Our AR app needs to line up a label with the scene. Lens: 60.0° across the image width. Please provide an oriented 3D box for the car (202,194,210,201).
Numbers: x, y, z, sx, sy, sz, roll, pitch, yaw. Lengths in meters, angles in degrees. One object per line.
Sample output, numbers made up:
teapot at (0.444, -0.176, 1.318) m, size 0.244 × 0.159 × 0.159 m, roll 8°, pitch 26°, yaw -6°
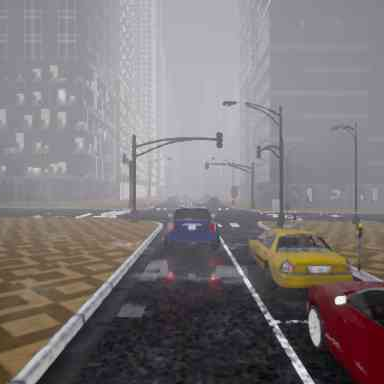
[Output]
car at (3.666, 1.428, 87.561) m, size 1.967 × 1.590 × 4.097 m, roll 0°, pitch 0°, yaw 0°

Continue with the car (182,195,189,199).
car at (-1.619, 1.513, 82.160) m, size 1.812 × 1.442 × 4.674 m, roll 0°, pitch 0°, yaw 0°

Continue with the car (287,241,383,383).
car at (2.565, 1.543, 3.269) m, size 1.887 × 1.381 × 4.507 m, roll 0°, pitch 0°, yaw 0°

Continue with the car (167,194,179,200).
car at (-4.091, 1.589, 65.407) m, size 1.802 × 1.307 × 4.206 m, roll 0°, pitch 0°, yaw 0°

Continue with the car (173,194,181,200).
car at (-4.245, 1.422, 93.045) m, size 1.967 × 1.590 × 4.097 m, roll 0°, pitch 0°, yaw 0°

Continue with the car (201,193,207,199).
car at (3.697, 1.309, 82.033) m, size 2.192 × 1.841 × 5.009 m, roll 0°, pitch 0°, yaw 0°

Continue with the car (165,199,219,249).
car at (0.000, 1.365, 14.620) m, size 2.097 × 1.767 × 4.553 m, roll 0°, pitch 0°, yaw 0°

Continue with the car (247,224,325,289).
car at (2.565, 1.523, 8.991) m, size 1.752 × 1.417 × 4.829 m, roll 0°, pitch 0°, yaw 0°

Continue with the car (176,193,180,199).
car at (-4.183, 1.560, 81.989) m, size 1.947 × 1.339 × 4.313 m, roll 0°, pitch 0°, yaw 0°

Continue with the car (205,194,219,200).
car at (3.869, 1.576, 59.924) m, size 1.947 × 1.339 × 4.313 m, roll 0°, pitch 0°, yaw 0°
